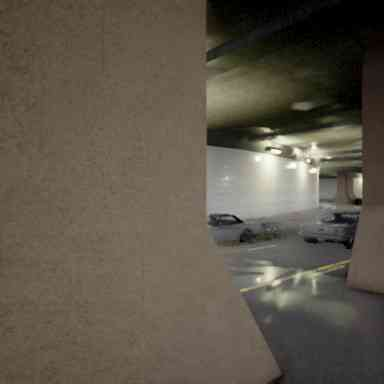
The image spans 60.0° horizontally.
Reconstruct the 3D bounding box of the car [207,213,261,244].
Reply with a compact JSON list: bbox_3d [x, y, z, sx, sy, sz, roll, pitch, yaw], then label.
[{"bbox_3d":[0.710,1.577,13.964,4.718,1.301,1.895,0,0,-40],"label":"car"}]

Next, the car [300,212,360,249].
[{"bbox_3d":[6.690,1.562,14.575,4.718,1.301,1.895,0,0,-43],"label":"car"}]

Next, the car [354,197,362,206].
[{"bbox_3d":[25.623,1.425,49.725,1.994,1.385,4.181,0,0,15],"label":"car"}]
